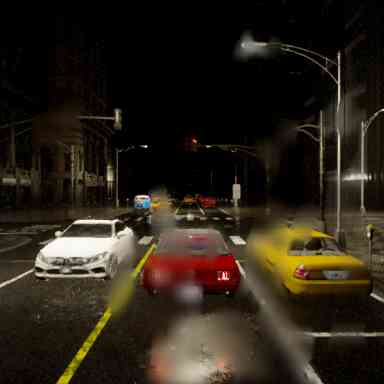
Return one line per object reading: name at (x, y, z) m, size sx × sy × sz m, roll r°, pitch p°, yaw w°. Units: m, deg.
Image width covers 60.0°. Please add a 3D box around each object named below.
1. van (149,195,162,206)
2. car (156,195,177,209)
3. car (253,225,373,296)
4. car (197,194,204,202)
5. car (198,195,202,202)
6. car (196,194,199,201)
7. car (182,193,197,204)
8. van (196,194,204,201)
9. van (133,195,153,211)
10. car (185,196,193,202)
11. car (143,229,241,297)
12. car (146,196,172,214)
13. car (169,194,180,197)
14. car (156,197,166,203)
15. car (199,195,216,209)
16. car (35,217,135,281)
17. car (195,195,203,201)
van at (-6.270, 1.370, 57.484) m, size 1.690 × 1.788 × 3.998 m, roll 0°, pitch 0°, yaw 0°
car at (-3.482, 1.509, 45.157) m, size 2.128 × 1.511 × 4.902 m, roll 0°, pitch 0°, yaw 0°
car at (2.700, 1.526, 8.569) m, size 1.752 × 1.417 × 4.829 m, roll 0°, pitch 0°, yaw 0°
car at (2.281, 1.573, 57.541) m, size 1.887 × 1.381 × 4.507 m, roll 0°, pitch 0°, yaw 0°
car at (2.330, 1.568, 52.016) m, size 1.887 × 1.381 × 4.507 m, roll 0°, pitch 0°, yaw 0°
car at (2.230, 1.560, 63.236) m, size 1.752 × 1.417 × 4.829 m, roll 0°, pitch 0°, yaw 0°
car at (-0.565, 1.514, 65.761) m, size 1.882 × 1.535 × 5.008 m, roll 0°, pitch 0°, yaw 0°
van at (2.033, 1.397, 85.167) m, size 1.690 × 1.788 × 3.998 m, roll 0°, pitch 0°, yaw 0°
van at (-6.129, 1.355, 40.910) m, size 1.690 × 1.788 × 3.998 m, roll 0°, pitch 0°, yaw 0°
car at (-0.656, 1.492, 76.209) m, size 1.895 × 1.301 × 4.718 m, roll 0°, pitch 0°, yaw 0°
car at (-0.008, 1.602, 8.506) m, size 1.895 × 1.301 × 4.718 m, roll 0°, pitch 0°, yaw 0°
car at (-3.393, 1.488, 35.270) m, size 1.882 × 1.535 × 5.008 m, roll 0°, pitch 0°, yaw -2°
car at (-3.579, 1.536, 59.218) m, size 1.837 × 1.490 × 4.892 m, roll 0°, pitch 0°, yaw 0°
car at (-6.364, 1.622, 68.533) m, size 1.802 × 1.307 × 4.206 m, roll 0°, pitch 0°, yaw 0°
car at (2.380, 1.563, 46.491) m, size 1.887 × 1.381 × 4.507 m, roll 0°, pitch 0°, yaw 0°
car at (-2.903, 1.527, 9.991) m, size 1.812 × 1.442 × 4.674 m, roll 0°, pitch 0°, yaw 0°
car at (1.985, 1.613, 90.692) m, size 2.008 × 1.369 × 4.403 m, roll 0°, pitch 0°, yaw 0°
